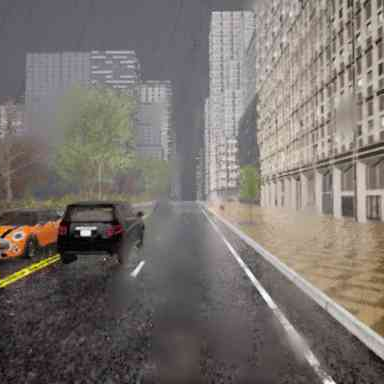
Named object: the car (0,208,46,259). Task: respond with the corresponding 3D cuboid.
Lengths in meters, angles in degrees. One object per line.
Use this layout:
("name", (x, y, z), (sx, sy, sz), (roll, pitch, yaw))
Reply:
("car", (-6.609, 1.488, 13.034), (2.097, 1.767, 4.553), (0, 0, 0))

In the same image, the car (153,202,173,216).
("car", (-3.192, 1.870, 37.454), (1.812, 1.442, 4.674), (0, -1, 0))

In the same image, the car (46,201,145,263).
("car", (-3.163, 1.334, 12.582), (2.150, 2.045, 5.566), (0, 0, 0))
